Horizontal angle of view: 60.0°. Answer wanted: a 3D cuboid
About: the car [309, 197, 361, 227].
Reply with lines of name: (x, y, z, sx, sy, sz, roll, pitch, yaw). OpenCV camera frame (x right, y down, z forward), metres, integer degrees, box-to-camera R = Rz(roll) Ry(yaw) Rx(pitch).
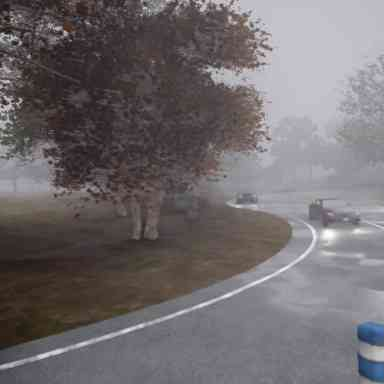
car: (8.070, 1.062, 19.255, 1.812, 1.442, 4.674, -2, 2, 6)

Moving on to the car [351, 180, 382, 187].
car: (30.994, -1.433, 59.070, 5.008, 1.535, 1.882, -2, 2, 10)

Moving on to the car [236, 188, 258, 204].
car: (6.195, 0.406, 38.173, 2.097, 1.767, 4.553, -2, 2, 4)

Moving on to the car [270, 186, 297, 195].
car: (15.174, -0.277, 55.457, 4.718, 1.301, 1.895, -4, 2, -32)
